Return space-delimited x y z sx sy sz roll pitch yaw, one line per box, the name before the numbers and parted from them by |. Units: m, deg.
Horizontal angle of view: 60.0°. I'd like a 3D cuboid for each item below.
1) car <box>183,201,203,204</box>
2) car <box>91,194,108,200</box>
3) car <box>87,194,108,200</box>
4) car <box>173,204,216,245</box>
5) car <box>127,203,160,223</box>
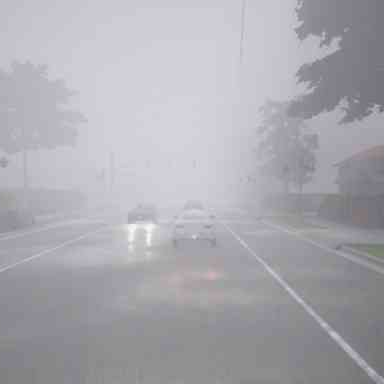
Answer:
car | 0.096 1.530 32.885 1.994 1.385 4.181 0 0 0
car | -24.038 1.365 86.608 3.806 1.475 1.970 0 0 1
car | -23.320 1.210 80.857 4.611 1.667 2.242 0 0 1
car | 0.098 1.511 15.356 1.812 1.442 4.674 0 0 0
car | -3.521 1.540 24.797 1.994 1.385 4.181 0 0 1
